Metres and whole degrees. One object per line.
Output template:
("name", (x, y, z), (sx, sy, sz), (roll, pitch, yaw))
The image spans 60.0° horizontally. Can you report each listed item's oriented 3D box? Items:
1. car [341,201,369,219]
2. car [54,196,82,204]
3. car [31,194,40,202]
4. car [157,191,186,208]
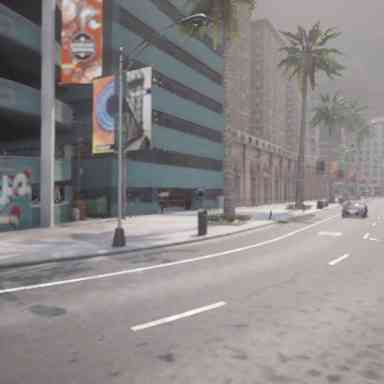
("car", (14.800, 1.536, 30.101), (2.128, 1.511, 4.902), (1, 0, 32))
("car", (-19.013, 1.196, 51.018), (1.895, 1.301, 4.718), (1, 0, 31))
("car", (-28.686, 1.056, 57.432), (2.161, 1.482, 4.786), (1, 0, 31))
("car", (-2.801, 0.908, 42.063), (2.435, 2.045, 5.566), (1, 0, 31))
